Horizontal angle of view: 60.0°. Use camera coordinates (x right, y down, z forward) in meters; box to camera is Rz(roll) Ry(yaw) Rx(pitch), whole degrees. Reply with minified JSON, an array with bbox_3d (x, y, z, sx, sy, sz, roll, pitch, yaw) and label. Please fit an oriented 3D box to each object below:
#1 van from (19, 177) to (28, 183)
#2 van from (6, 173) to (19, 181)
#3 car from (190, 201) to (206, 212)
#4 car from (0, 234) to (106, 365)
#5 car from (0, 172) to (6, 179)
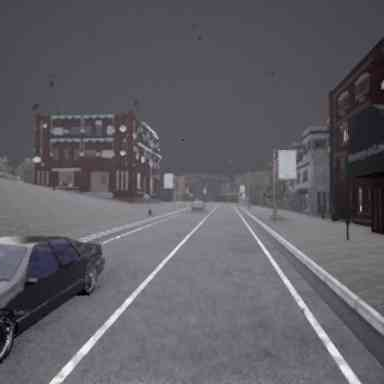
[{"bbox_3d":[-31.707,-1.817,59.990,1.878,1.987,4.442,1,-3,-11],"label":"van"},{"bbox_3d":[-30.662,-2.133,54.560,1.878,1.987,4.442,1,-3,-9],"label":"van"},{"bbox_3d":[0.892,1.953,45.609,1.837,1.490,4.892,0,-1,6],"label":"car"},{"bbox_3d":[-3.201,1.531,5.984,2.033,1.411,5.357,0,0,5],"label":"car"},{"bbox_3d":[-29.734,-2.170,48.959,2.002,1.452,4.674,1,-3,-9],"label":"car"}]
